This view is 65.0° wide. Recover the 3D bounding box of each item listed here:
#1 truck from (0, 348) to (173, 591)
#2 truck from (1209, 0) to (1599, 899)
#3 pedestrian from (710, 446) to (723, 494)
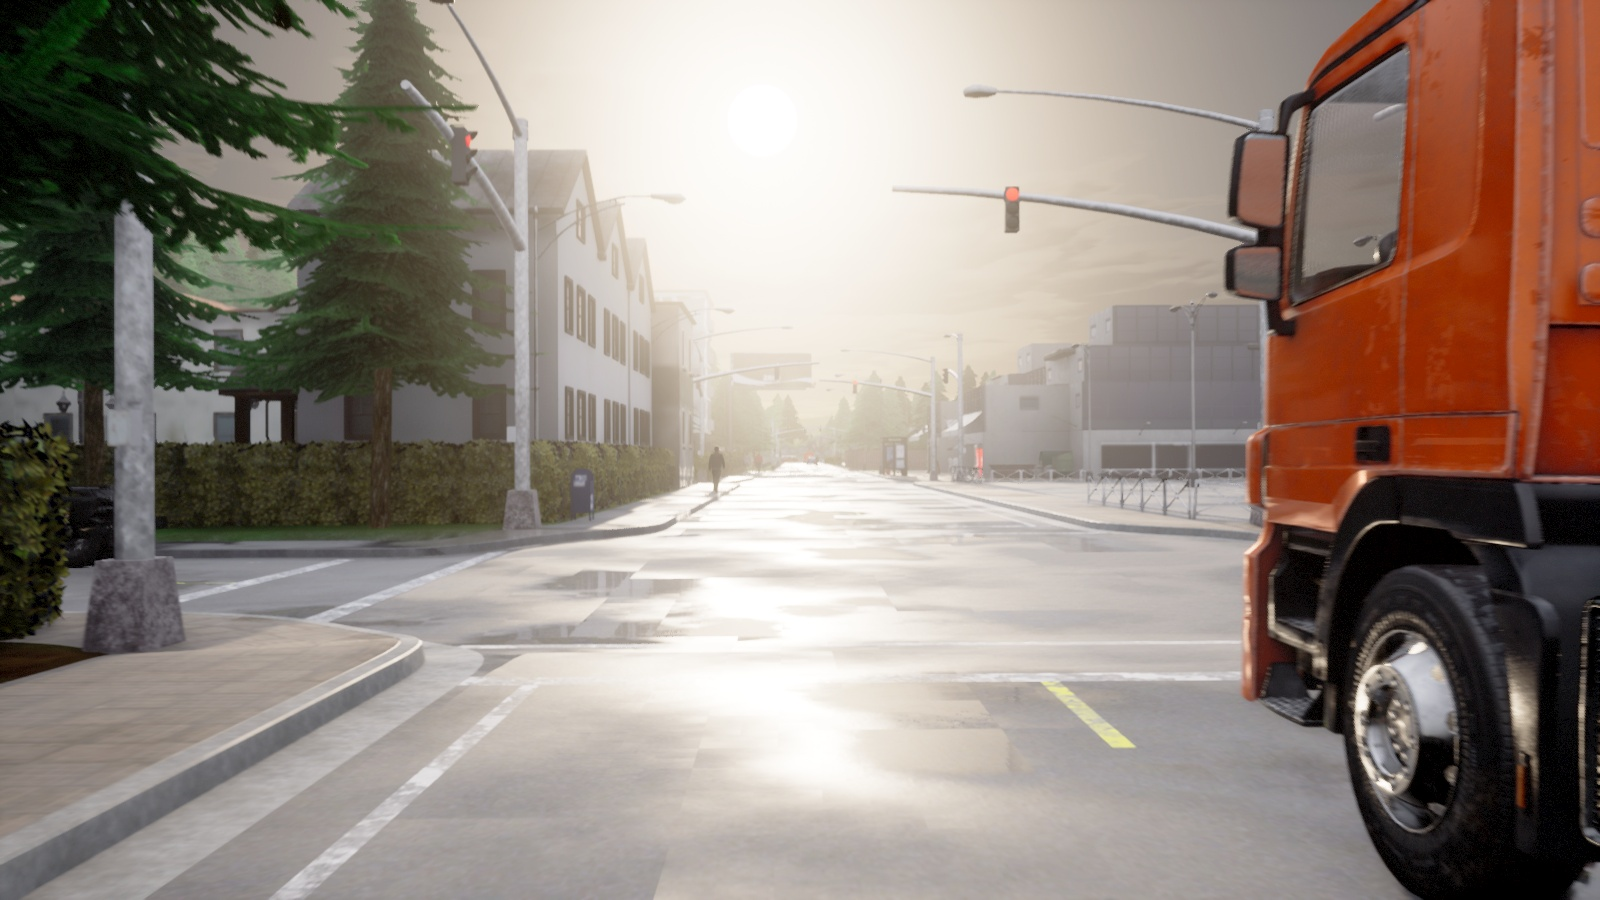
[{"bbox_3d":[-14.387,0.318,19.382,7.936,3.462,2.891,-1,0,0],"label":"truck"},{"bbox_3d":[3.459,-0.168,2.090,2.891,3.462,7.936,0,0,0],"label":"truck"},{"bbox_3d":[-3.284,0.775,49.211,0.431,1.840,0.703,-1,0,0],"label":"pedestrian"}]
